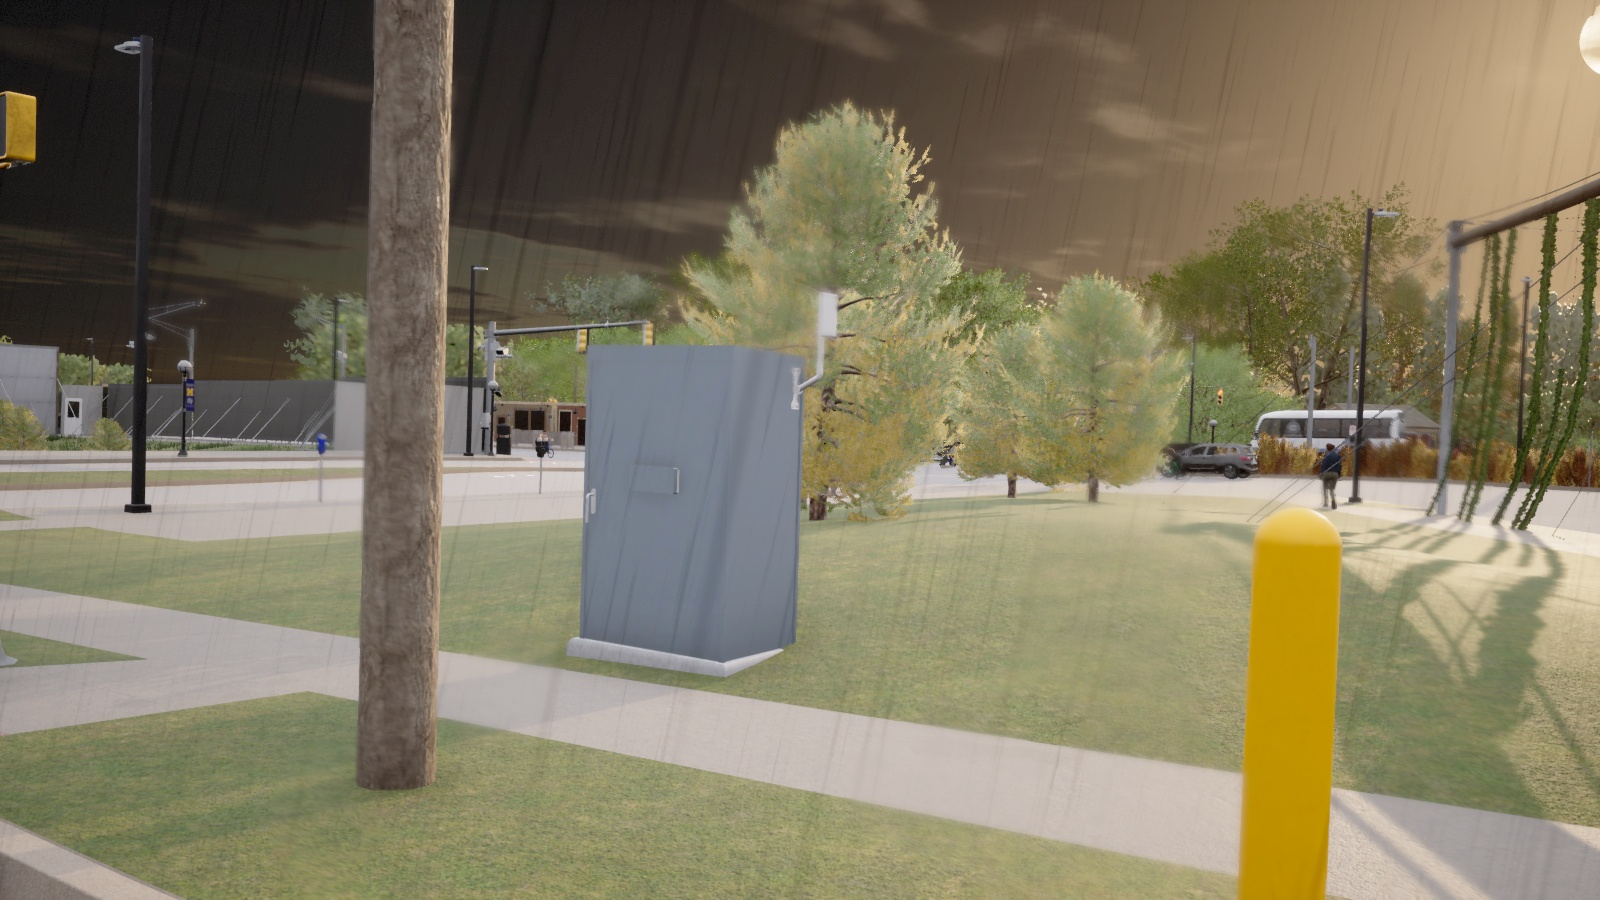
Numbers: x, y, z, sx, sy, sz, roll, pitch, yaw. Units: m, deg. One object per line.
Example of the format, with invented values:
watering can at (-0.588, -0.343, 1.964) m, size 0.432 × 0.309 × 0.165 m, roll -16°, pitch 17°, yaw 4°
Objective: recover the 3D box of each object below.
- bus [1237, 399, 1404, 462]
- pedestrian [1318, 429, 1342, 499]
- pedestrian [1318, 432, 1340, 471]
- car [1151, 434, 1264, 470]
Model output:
bus at (36.749, -1.332, 88.881) m, size 10.273 × 4.253 × 3.944 m, roll 0°, pitch 1°, yaw 36°
pedestrian at (14.194, 0.375, 33.645) m, size 0.370 × 1.835 × 0.726 m, roll 1°, pitch 2°, yaw 8°
pedestrian at (26.440, 0.068, 62.752) m, size 0.849 × 1.883 × 0.563 m, roll 2°, pitch 2°, yaw 36°
car at (19.299, 0.090, 59.530) m, size 4.611 × 1.667 × 2.242 m, roll 0°, pitch 1°, yaw 34°
